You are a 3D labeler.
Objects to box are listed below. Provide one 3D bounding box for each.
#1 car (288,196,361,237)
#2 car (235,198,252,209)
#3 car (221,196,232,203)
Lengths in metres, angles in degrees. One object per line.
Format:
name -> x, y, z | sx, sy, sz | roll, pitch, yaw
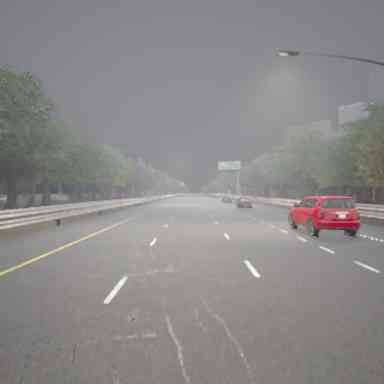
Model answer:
car -> 7.019, 1.233, 18.199 | 2.150, 2.045, 5.566 | 0, 0, 0
car -> 7.121, 1.571, 46.154 | 1.812, 1.442, 4.674 | 0, 0, 0
car -> 7.279, 1.582, 70.351 | 2.128, 1.511, 4.902 | 0, 0, 0
